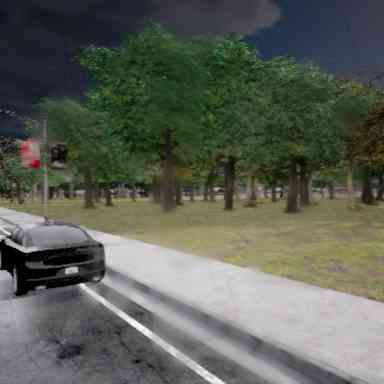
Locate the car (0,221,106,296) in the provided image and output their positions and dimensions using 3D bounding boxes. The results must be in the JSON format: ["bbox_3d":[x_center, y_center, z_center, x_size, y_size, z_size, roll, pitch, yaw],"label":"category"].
[{"bbox_3d":[-3.997,1.542,9.102,1.882,1.535,5.008,-1,0,-35],"label":"car"}]
